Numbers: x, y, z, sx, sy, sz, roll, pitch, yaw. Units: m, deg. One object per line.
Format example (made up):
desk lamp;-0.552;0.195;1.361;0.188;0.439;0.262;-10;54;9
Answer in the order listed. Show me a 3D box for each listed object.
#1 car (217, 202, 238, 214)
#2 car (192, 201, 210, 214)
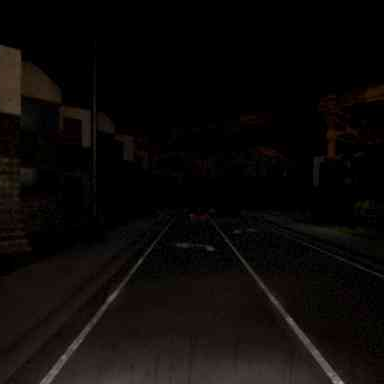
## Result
car;4.425;1.962;41.051;2.033;1.411;5.357;0;-1;16
car;1.140;1.918;42.168;2.128;1.511;4.902;0;0;7
